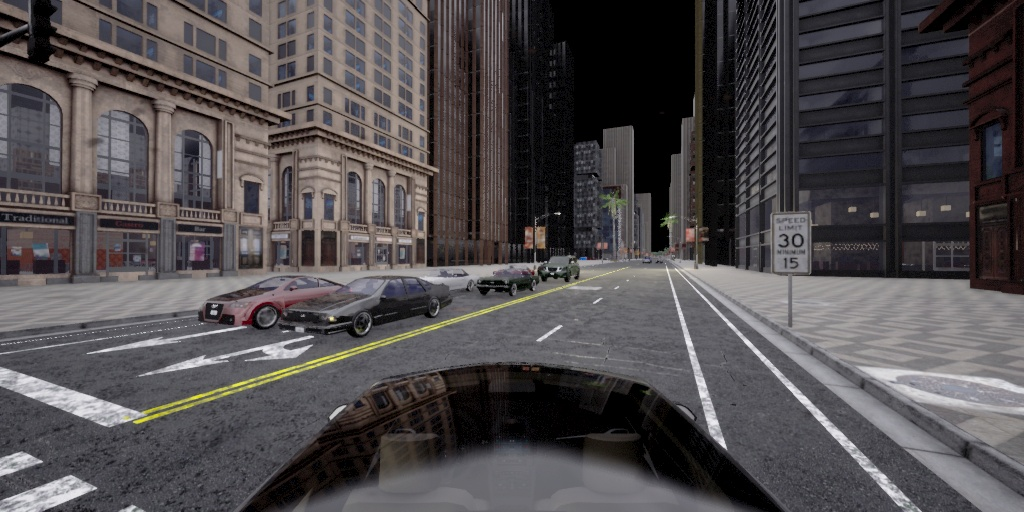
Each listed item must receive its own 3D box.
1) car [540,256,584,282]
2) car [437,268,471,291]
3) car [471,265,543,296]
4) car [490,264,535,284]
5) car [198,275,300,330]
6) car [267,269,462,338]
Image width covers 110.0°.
[{"bbox_3d":[4.065,0.987,29.354,2.150,2.045,5.566,0,0,23],"label":"car"},{"bbox_3d":[-3.687,1.357,19.370,1.895,1.301,4.718,0,0,23],"label":"car"},{"bbox_3d":[-0.102,1.358,19.502,1.895,1.301,4.718,0,0,23],"label":"car"},{"bbox_3d":[0.191,1.364,28.545,1.895,1.301,4.718,0,0,23],"label":"car"},{"bbox_3d":[-7.092,1.316,11.297,1.994,1.385,4.181,0,0,23],"label":"car"},{"bbox_3d":[-3.834,1.299,10.669,2.033,1.411,5.357,0,0,23],"label":"car"}]
